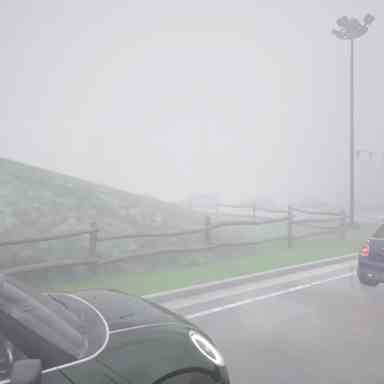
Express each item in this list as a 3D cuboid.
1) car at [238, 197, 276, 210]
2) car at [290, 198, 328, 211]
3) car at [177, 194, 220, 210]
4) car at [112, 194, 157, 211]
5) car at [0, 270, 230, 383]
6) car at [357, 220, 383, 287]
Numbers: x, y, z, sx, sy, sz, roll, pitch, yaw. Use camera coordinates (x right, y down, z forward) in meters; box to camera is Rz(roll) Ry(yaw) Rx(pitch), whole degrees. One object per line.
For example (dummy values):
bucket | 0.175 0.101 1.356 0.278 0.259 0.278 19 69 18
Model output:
car | 8.081 1.352 41.953 4.553 1.767 2.097 0 0 34
car | 14.598 1.526 41.711 4.674 1.442 1.812 0 0 36
car | 0.775 1.221 42.073 5.566 2.045 2.150 0 0 27
car | -7.152 1.221 41.546 5.566 2.045 2.150 0 0 18
car | -1.857 1.352 2.423 4.553 1.767 2.097 0 0 -35
car | 6.097 1.352 8.144 4.553 1.767 2.097 0 0 -35
